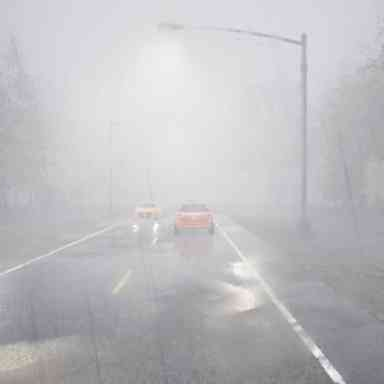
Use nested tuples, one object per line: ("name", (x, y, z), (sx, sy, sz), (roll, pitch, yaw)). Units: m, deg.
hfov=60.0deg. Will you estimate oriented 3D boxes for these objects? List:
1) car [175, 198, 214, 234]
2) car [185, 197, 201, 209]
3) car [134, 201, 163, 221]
("car", (0.116, 1.384, 19.698), (2.097, 1.767, 4.553), (0, 0, 0))
("car", (0.134, 1.574, 49.187), (2.128, 1.511, 4.902), (0, 0, 0))
("car", (-3.559, 1.524, 27.698), (1.882, 1.535, 5.008), (0, 0, 0))
